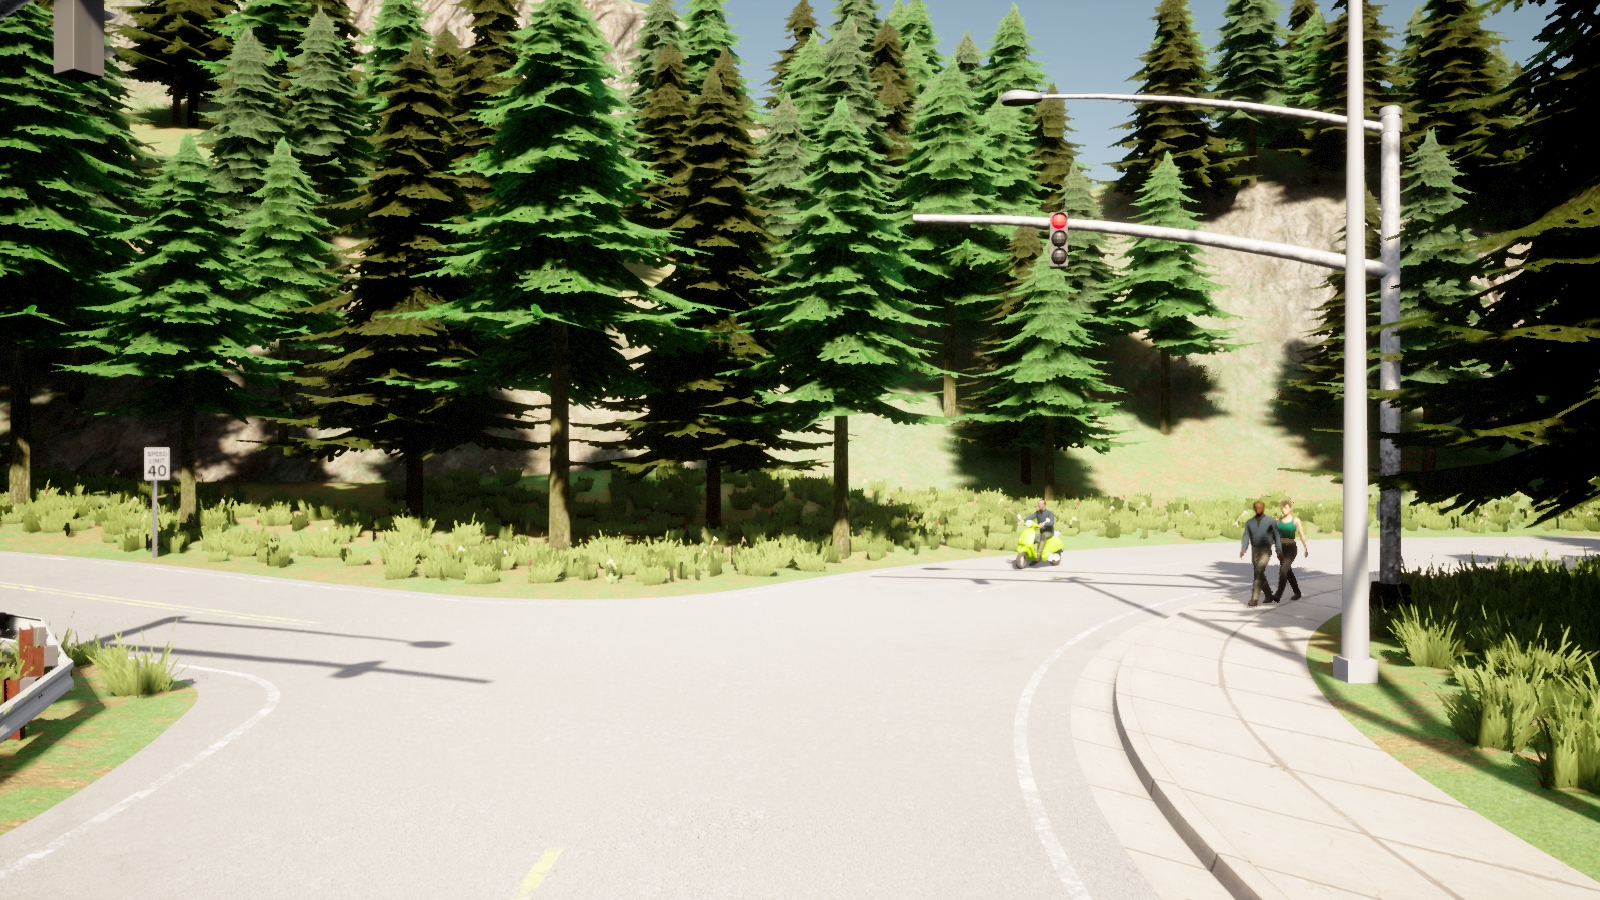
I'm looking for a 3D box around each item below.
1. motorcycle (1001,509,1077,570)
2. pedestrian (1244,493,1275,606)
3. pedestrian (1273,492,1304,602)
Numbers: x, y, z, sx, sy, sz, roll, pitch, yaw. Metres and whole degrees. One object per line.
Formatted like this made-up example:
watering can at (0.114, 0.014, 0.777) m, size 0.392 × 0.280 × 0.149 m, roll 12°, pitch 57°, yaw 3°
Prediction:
motorcycle at (5.702, 2.113, 27.217) m, size 1.805 × 1.316 × 0.856 m, roll 0°, pitch 0°, yaw -41°
pedestrian at (7.744, 1.668, 19.261) m, size 0.375 × 1.860 × 0.375 m, roll 0°, pitch 0°, yaw -45°
pedestrian at (8.448, 1.668, 19.764) m, size 0.375 × 1.860 × 0.375 m, roll 0°, pitch 0°, yaw -41°
